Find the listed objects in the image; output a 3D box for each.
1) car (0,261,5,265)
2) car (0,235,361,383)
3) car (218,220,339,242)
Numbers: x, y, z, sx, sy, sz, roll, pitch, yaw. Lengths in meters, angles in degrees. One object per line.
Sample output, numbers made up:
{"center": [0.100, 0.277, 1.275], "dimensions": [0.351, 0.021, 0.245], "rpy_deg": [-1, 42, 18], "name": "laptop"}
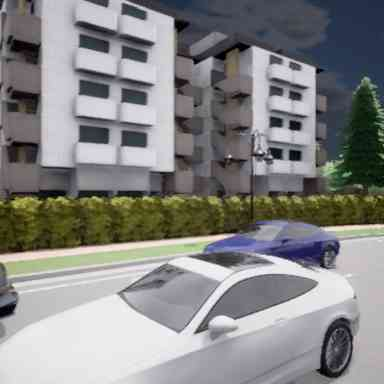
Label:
{"center": [-5.340, 1.562, 4.403], "dimensions": [5.357, 1.411, 2.033], "rpy_deg": [0, 0, -36], "name": "car"}
{"center": [0.225, 1.544, 4.066], "dimensions": [4.674, 1.442, 1.812], "rpy_deg": [0, 0, -35], "name": "car"}
{"center": [2.462, 1.569, 9.772], "dimensions": [4.674, 1.442, 1.812], "rpy_deg": [0, 0, -33], "name": "car"}
